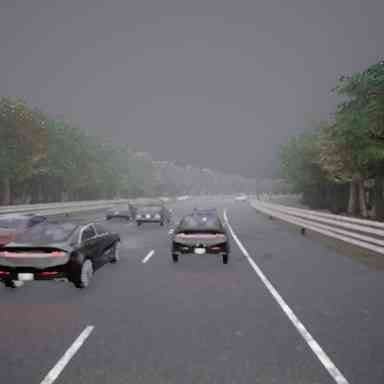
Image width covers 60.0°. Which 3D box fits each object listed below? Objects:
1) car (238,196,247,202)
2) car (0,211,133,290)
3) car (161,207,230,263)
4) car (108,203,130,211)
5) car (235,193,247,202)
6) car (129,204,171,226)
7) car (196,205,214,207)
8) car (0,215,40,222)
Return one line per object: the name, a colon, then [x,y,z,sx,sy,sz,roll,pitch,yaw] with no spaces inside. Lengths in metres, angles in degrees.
car: [13.221,1.717,86.133,1.882,1.535,5.008,0,0,13]
car: [-3.291,1.511,9.176,2.128,1.511,4.902,0,0,2]
car: [0.332,1.519,12.120,2.128,1.511,4.902,0,0,2]
car: [-5.788,1.638,28.352,1.994,1.385,4.181,0,0,5]
car: [11.512,1.352,79.094,2.150,2.045,5.566,0,0,14]
car: [-2.634,1.608,23.816,2.033,1.411,5.357,0,0,4]
car: [1.038,1.671,25.937,1.895,1.301,4.718,0,0,4]
car: [-6.623,1.590,13.258,1.994,1.385,4.181,0,0,2]
